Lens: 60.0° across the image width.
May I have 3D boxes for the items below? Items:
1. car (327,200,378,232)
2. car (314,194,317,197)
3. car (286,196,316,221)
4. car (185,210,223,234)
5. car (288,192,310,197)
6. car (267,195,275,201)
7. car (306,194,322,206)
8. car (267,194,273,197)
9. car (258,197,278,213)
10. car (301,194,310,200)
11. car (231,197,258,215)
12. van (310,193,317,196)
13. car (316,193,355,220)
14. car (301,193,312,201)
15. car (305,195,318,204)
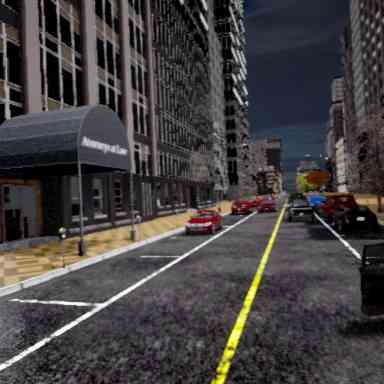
[{"bbox_3d":[8.874,1.349,18.302,1.947,1.339,4.313,-3,-1,16],"label":"car"},{"bbox_3d":[12.012,1.194,28.926,1.967,1.590,4.097,-3,-1,16],"label":"car"},{"bbox_3d":[8.489,1.384,26.123,2.128,1.511,4.902,-3,-1,16],"label":"car"},{"bbox_3d":[0.850,1.784,20.677,1.802,1.307,4.206,-3,-1,16],"label":"car"},{"bbox_3d":[12.696,1.076,40.402,2.150,2.045,5.566,-3,-1,17],"label":"car"},{"bbox_3d":[21.284,1.553,89.727,1.887,1.381,4.507,-3,-1,16],"label":"car"},{"bbox_3d":[18.301,1.134,50.172,1.967,1.590,4.097,-3,-1,16],"label":"car"},{"bbox_3d":[14.996,1.613,68.481,1.887,1.381,4.507,-3,-1,16],"label":"car"},{"bbox_3d":[8.493,1.587,37.232,1.994,1.385,4.181,-3,-1,17],"label":"car"},{"bbox_3d":[26.212,1.144,76.891,1.752,1.417,4.829,-3,-1,16],"label":"car"},{"bbox_3d":[5.553,1.473,36.615,2.192,1.841,5.009,-3,-1,16],"label":"car"},{"bbox_3d":[16.724,1.050,44.861,1.690,1.788,3.998,-3,-1,16],"label":"van"},{"bbox_3d":[10.435,1.083,23.616,2.192,1.841,5.009,-3,-1,16],"label":"car"},{"bbox_3d":[24.589,1.075,71.418,1.967,1.590,4.097,-3,-1,16],"label":"car"},{"bbox_3d":[19.924,1.204,55.645,1.752,1.417,4.829,-3,-1,16],"label":"car"}]
